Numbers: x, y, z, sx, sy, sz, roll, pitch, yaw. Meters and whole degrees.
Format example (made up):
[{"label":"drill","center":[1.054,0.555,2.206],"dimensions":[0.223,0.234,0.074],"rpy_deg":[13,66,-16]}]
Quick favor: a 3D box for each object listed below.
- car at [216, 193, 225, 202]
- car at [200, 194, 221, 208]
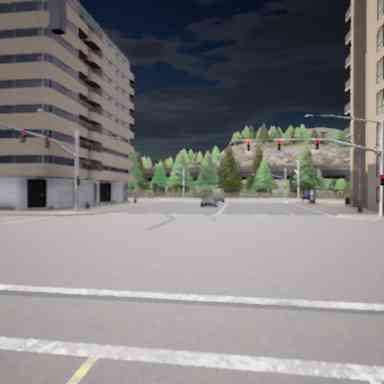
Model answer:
[{"label":"car","center":[4.988,1.009,61.779],"dimensions":[2.097,1.767,4.553],"rpy_deg":[0,0,8]},{"label":"car","center":[2.223,1.314,42.793],"dimensions":[1.994,1.385,4.181],"rpy_deg":[0,0,8]}]
